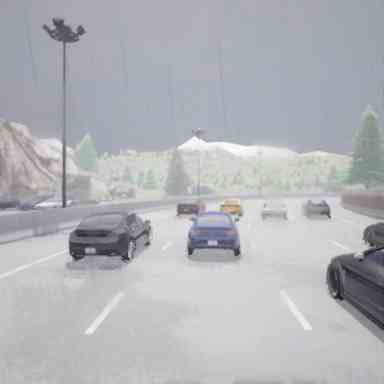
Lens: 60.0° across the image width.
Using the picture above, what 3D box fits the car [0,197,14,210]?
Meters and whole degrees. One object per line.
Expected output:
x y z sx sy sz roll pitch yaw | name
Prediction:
-20.330 1.240 35.414 2.128 1.511 4.902 0 0 13 | car

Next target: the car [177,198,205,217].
0.016 1.304 29.466 1.882 1.535 5.008 0 0 12 | car

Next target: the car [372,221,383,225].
7.828 1.511 11.838 1.994 1.385 4.181 0 0 6 | car

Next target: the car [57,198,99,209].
-10.430 1.355 31.634 1.994 1.385 4.181 0 0 13 | car

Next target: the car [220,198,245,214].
3.632 1.311 29.604 1.882 1.535 5.008 0 0 12 | car

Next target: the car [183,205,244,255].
0.883 1.451 12.954 1.812 1.442 4.674 0 0 5 | car

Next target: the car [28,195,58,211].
-13.677 1.300 33.197 1.812 1.442 4.674 0 0 13 | car

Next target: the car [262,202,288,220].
6.553 1.458 26.713 1.895 1.301 4.718 0 0 12 | car

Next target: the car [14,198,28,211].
-16.538 1.103 36.242 2.097 1.767 4.553 0 0 14 | car

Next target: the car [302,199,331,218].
10.520 1.348 28.331 2.128 1.511 4.902 0 0 13 | car

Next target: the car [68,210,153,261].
-2.709 1.428 11.996 1.837 1.490 4.892 0 0 5 | car

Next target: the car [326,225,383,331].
3.845 1.539 5.567 1.994 1.385 4.181 0 0 3 | car
